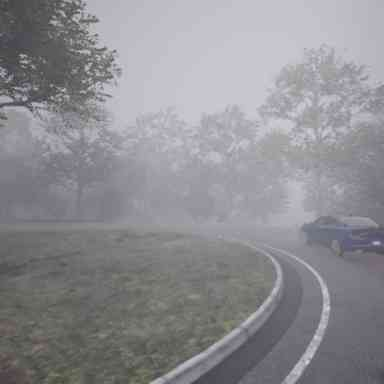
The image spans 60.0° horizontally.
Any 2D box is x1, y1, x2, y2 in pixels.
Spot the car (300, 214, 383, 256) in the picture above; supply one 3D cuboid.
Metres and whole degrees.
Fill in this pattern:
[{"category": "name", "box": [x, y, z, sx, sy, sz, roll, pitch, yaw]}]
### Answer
[{"category": "car", "box": [6.243, 1.666, 13.993, 1.882, 1.535, 5.008, 0, -1, -4]}]
